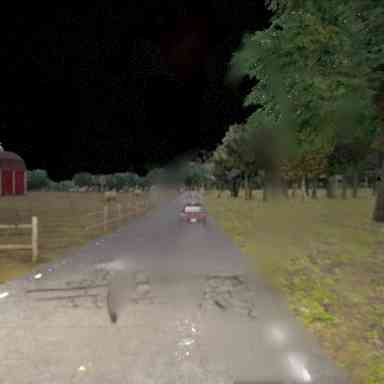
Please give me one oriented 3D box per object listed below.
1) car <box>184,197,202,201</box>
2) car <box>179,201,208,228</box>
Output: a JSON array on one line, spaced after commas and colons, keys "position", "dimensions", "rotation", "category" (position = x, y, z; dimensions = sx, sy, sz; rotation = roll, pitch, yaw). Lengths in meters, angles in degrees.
[{"position": [0.101, 1.363, 38.968], "dimensions": [2.097, 1.767, 4.553], "rotation": [0, 0, 0], "category": "car"}, {"position": [0.101, 1.542, 22.456], "dimensions": [1.812, 1.442, 4.674], "rotation": [0, 0, 0], "category": "car"}]
